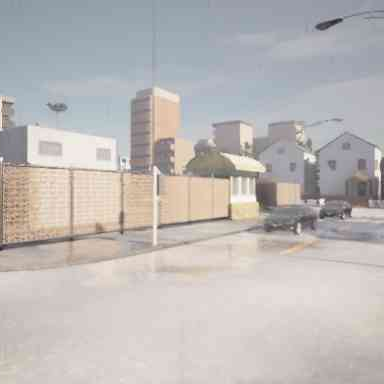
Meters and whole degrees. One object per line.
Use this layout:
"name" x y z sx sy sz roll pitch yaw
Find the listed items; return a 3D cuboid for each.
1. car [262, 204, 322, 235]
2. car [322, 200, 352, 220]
"car" 5.624 1.478 18.839 1.837 1.490 4.892 0 0 36
"car" 12.045 1.478 27.778 1.837 1.490 4.892 0 0 36
